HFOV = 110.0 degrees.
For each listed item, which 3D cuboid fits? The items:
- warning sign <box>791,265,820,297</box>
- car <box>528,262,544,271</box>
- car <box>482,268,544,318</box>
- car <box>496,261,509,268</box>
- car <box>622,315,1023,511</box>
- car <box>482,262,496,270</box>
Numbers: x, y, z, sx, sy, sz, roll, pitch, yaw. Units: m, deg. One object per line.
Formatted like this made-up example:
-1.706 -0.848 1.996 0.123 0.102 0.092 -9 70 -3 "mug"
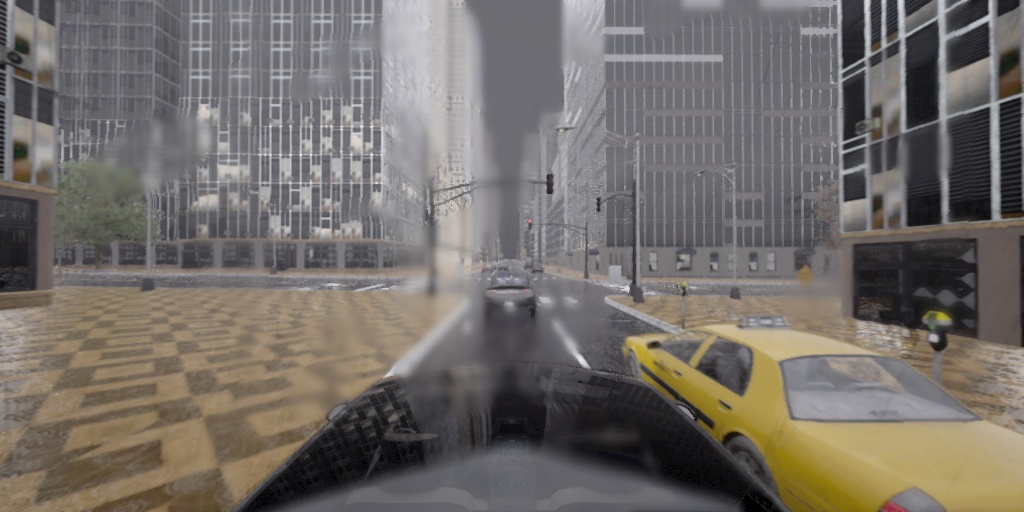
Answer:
17.264 1.442 21.044 1.060 1.860 1.300 0 0 -3 "warning sign"
3.874 1.983 54.829 1.948 1.339 4.313 0 0 0 "car"
-0.082 1.390 13.823 2.128 1.511 4.902 0 -1 -1 "car"
-1.562 2.086 65.217 2.033 1.411 5.357 0 -1 0 "car"
2.566 1.300 3.899 1.751 1.417 4.829 0 0 0 "car"
-4.086 2.064 60.311 1.802 1.307 4.207 0 0 0 "car"
